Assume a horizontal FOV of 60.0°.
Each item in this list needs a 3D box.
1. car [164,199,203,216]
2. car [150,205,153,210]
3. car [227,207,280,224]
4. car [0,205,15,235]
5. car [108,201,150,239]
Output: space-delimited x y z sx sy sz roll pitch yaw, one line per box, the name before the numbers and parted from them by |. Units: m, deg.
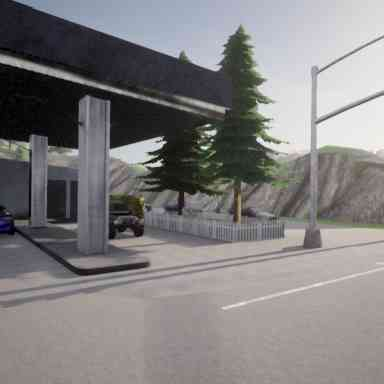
car | -0.856 1.540 32.721 2.097 1.767 4.553 1 0 -35
car | -6.888 1.666 41.467 2.033 1.411 5.357 1 0 -34
car | 4.549 1.815 24.883 1.994 1.385 4.181 1 0 -35
car | -11.376 1.525 18.673 2.242 1.667 4.611 1 0 -35
car | -4.248 1.448 18.395 1.905 1.878 3.866 1 0 -35
